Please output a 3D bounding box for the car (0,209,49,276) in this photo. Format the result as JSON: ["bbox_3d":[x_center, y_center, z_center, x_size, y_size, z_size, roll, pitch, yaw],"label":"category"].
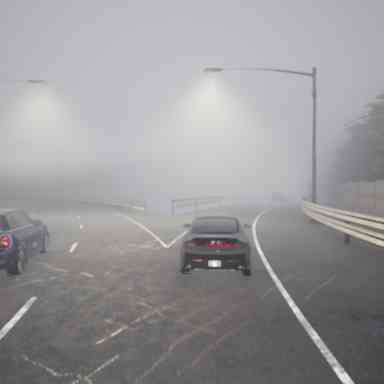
[{"bbox_3d":[-5.794,1.272,10.014,2.097,1.767,4.553,0,0,-12],"label":"car"}]

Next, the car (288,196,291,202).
[{"bbox_3d":[20.115,1.371,72.053,2.097,1.767,4.553,0,-1,23],"label":"car"}]

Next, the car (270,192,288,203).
[{"bbox_3d":[16.160,1.091,62.524,2.150,2.045,5.566,0,-1,22],"label":"car"}]

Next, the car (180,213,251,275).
[{"bbox_3d":[0.753,1.426,10.267,1.837,1.490,4.892,0,0,5],"label":"car"}]
